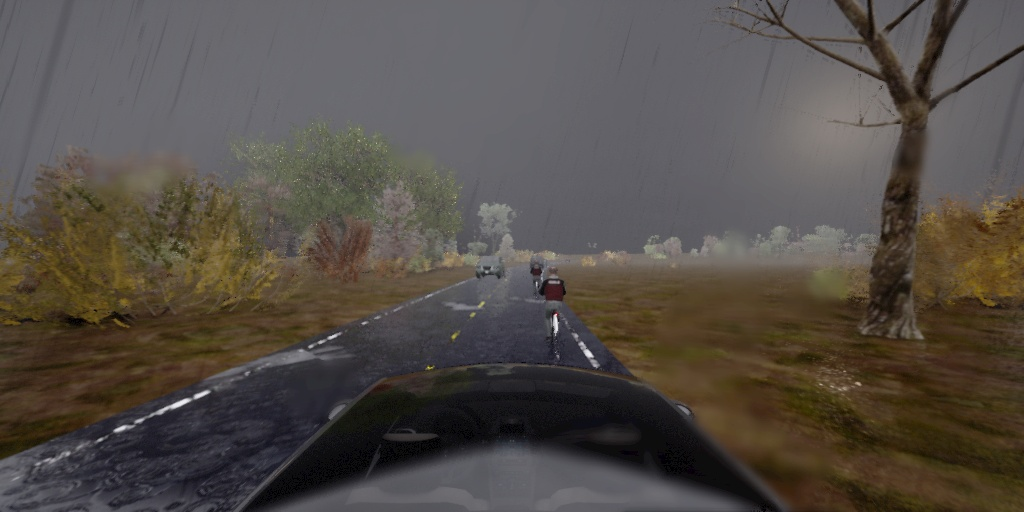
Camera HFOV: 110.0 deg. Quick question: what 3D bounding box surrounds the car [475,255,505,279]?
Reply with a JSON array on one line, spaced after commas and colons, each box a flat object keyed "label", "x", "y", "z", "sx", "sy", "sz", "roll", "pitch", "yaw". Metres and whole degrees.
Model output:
[{"label": "car", "x": -1.872, "y": 0.974, "z": 32.406, "sx": 2.150, "sy": 2.045, "sz": 5.566, "roll": 0, "pitch": 0, "yaw": 4}]

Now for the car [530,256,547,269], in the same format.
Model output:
[{"label": "car", "x": 4.113, "y": 0.989, "z": 58.434, "sx": 2.150, "sy": 2.045, "sz": 5.566, "roll": 0, "pitch": 0, "yaw": 7}]

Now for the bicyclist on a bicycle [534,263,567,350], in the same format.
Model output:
[{"label": "bicyclist on a bicycle", "x": 0.924, "y": 1.120, "z": 8.165, "sx": 0.659, "sy": 1.776, "sz": 1.843, "roll": 0, "pitch": 0, "yaw": 1}]

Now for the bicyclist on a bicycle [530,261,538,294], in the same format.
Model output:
[{"label": "bicyclist on a bicycle", "x": 1.220, "y": 1.121, "z": 17.914, "sx": 0.659, "sy": 1.776, "sz": 1.843, "roll": 0, "pitch": 0, "yaw": 2}]
